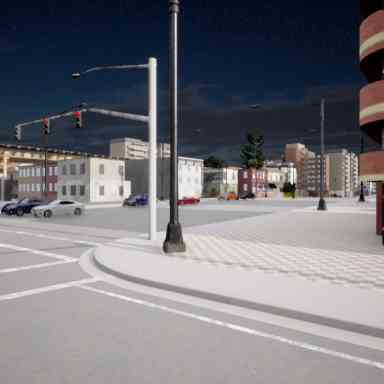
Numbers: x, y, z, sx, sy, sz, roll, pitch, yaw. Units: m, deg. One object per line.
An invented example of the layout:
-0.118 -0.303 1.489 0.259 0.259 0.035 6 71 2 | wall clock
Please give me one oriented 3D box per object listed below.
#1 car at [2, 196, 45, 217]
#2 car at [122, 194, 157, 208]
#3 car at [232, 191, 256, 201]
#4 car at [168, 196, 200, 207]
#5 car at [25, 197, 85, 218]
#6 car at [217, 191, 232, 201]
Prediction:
-14.854 1.231 30.547 2.097 1.767 4.553 0 1 37 | car
-6.556 1.019 41.727 2.097 1.767 4.553 0 1 37 | car
9.261 0.703 57.006 1.837 1.490 4.892 0 1 37 | car
-0.973 1.187 43.373 1.895 1.301 4.718 0 1 37 | car
-11.607 1.393 29.080 1.812 1.442 4.674 0 1 37 | car
6.387 0.637 59.009 2.097 1.767 4.553 0 1 37 | car
